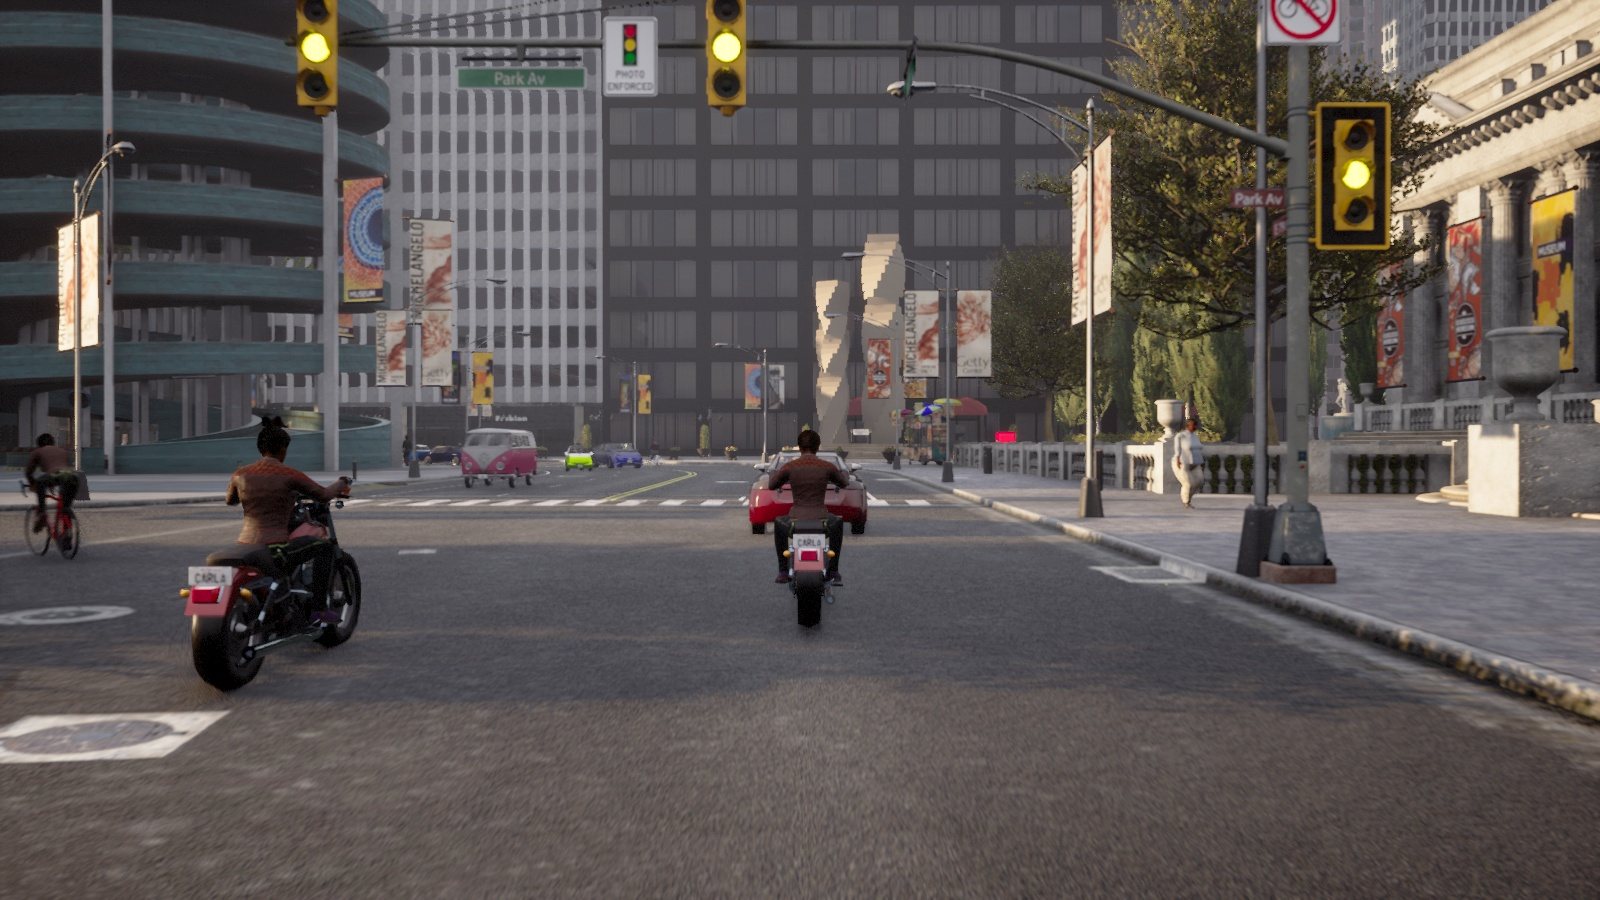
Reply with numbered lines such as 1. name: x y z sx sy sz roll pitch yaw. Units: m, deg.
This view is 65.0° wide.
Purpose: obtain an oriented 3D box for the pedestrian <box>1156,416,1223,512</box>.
1. pedestrian: 7.665 0.268 24.732 0.874 1.855 0.900 0 0 -25

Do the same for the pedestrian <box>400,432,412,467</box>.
1. pedestrian: -22.481 -0.026 71.711 0.423 1.949 0.788 0 0 -36

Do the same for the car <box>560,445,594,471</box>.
1. car: -11.741 0.413 66.164 1.481 1.376 2.207 0 0 -18

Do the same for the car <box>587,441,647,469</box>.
1. car: -10.684 0.266 73.160 2.007 1.525 4.514 0 0 -28

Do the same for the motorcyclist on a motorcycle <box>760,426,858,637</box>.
1. motorcyclist on a motorcycle: 0.077 0.634 10.986 0.766 1.649 2.350 0 0 0

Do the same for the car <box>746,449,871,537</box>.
1. car: 0.141 0.684 22.148 1.994 1.385 4.181 0 0 0

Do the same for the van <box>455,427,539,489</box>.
1. van: -10.247 0.246 42.806 1.775 1.987 4.442 0 0 0

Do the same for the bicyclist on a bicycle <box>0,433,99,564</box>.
1. bicyclist on a bicycle: -9.785 0.598 16.310 1.656 1.620 0.582 0 1 39

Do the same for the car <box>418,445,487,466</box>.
1. car: -22.996 0.353 83.054 4.718 1.301 1.895 0 0 37

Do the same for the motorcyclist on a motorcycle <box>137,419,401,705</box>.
1. motorcyclist on a motorcycle: -3.437 0.646 8.422 0.766 1.649 2.350 0 0 0
